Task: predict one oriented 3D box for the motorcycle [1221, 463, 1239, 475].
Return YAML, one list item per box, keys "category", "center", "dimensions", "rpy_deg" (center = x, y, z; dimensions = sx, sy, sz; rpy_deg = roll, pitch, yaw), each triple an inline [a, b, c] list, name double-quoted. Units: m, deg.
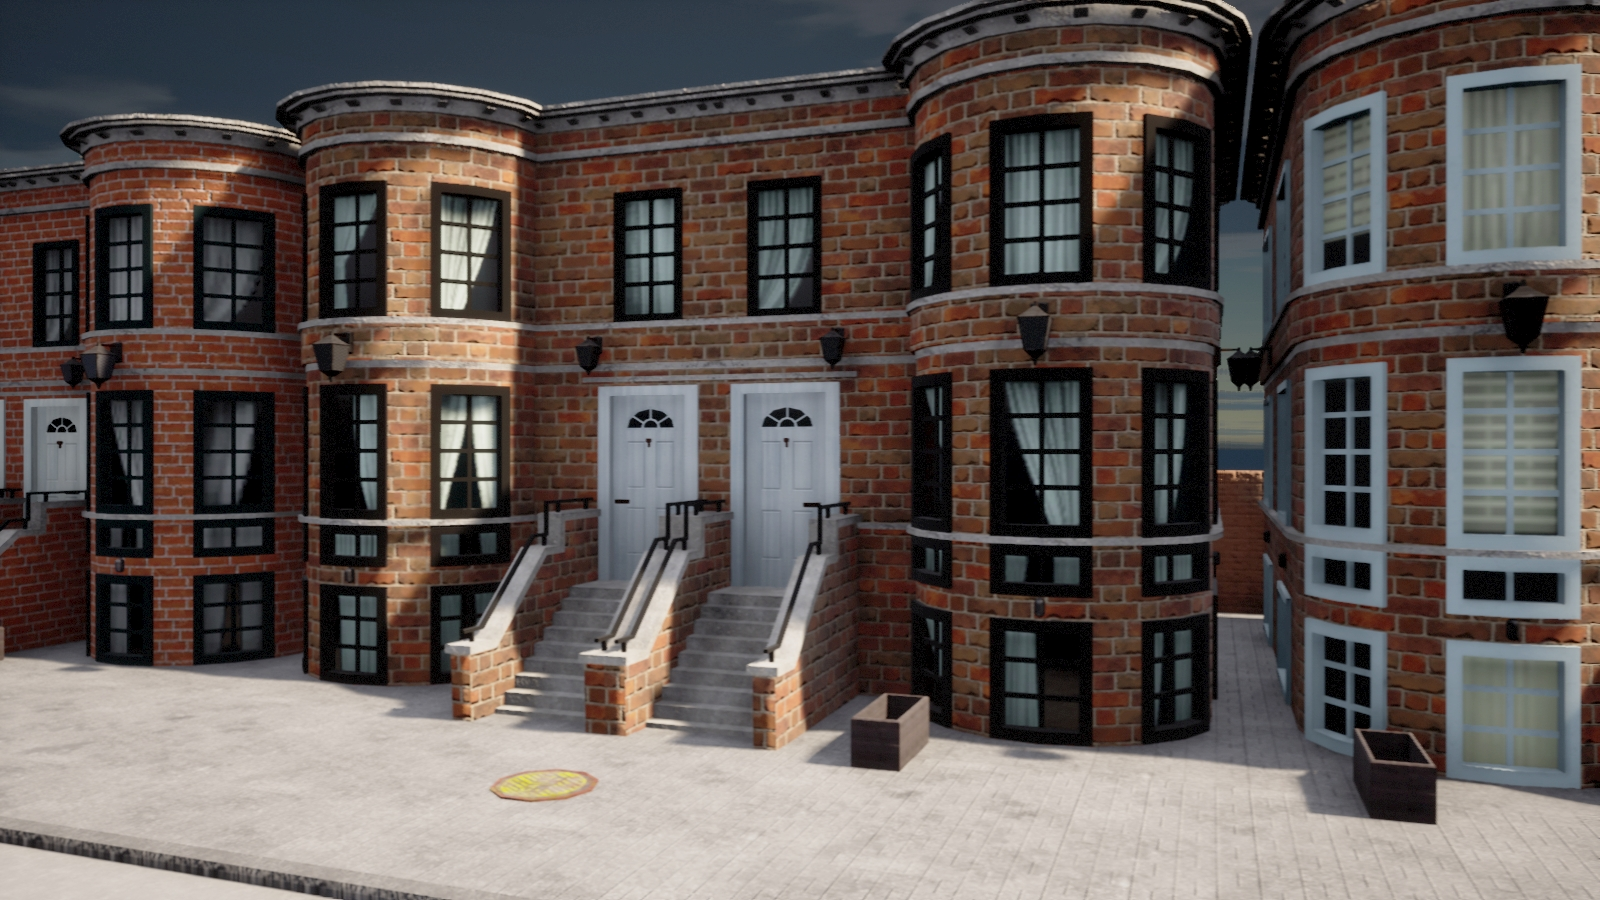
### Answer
- category: "motorcycle"
  center: [44.425, 1.964, 118.062]
  dimensions: [1.805, 1.236, 0.856]
  rpy_deg: [0, 0, 20]
